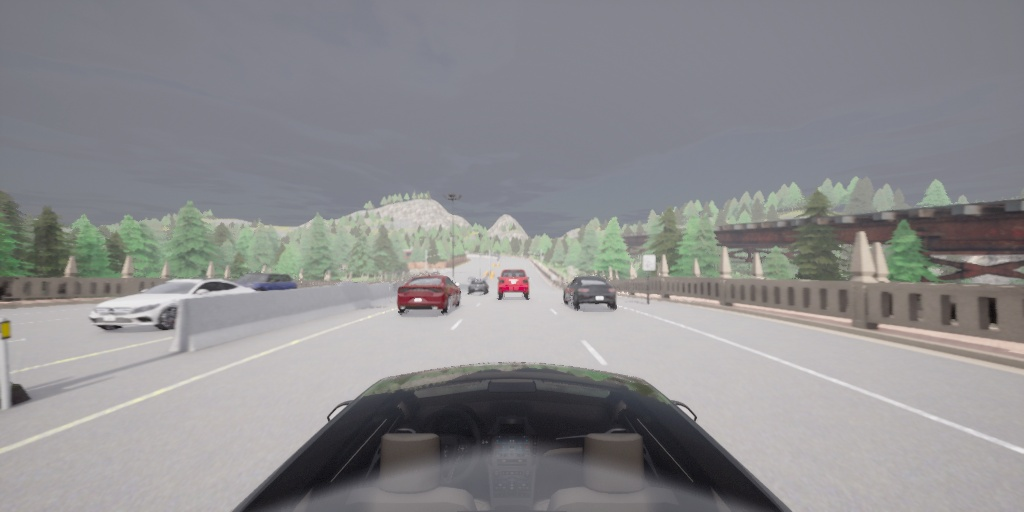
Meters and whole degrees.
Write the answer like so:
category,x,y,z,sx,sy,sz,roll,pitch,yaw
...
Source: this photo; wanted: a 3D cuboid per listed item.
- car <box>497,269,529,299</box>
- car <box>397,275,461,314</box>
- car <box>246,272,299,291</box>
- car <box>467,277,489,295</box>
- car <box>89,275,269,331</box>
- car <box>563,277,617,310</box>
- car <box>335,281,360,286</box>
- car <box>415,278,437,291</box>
category,x,y,z,sx,sy,sz,roll,pitch,yaw
car,0.109,2.077,26.516,2.150,2.045,5.566,0,-5,0
car,-3.395,1.568,15.441,1.882,1.535,5.008,0,-3,0
car,-14.090,1.725,20.062,2.097,1.767,4.553,0,-4,0
car,-3.388,3.182,36.974,2.128,1.511,4.902,0,-5,0
car,-10.595,1.462,11.781,1.812,1.442,4.674,0,-2,0
car,3.605,1.702,17.061,1.812,1.442,4.674,0,-3,0
car,-17.571,3.381,38.768,2.033,1.411,5.357,0,-5,0
car,-14.016,4.624,58.676,2.150,2.045,5.566,0,-5,1
